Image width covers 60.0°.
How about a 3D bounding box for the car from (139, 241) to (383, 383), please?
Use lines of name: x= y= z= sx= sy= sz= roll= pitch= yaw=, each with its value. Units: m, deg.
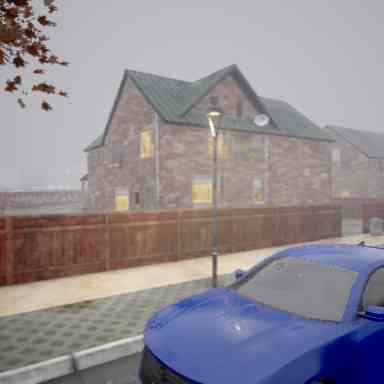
car: x=1.758 y=1.474 z=4.285 sx=5.008 sy=1.535 sz=1.882 roll=0 pitch=0 yaw=-35
